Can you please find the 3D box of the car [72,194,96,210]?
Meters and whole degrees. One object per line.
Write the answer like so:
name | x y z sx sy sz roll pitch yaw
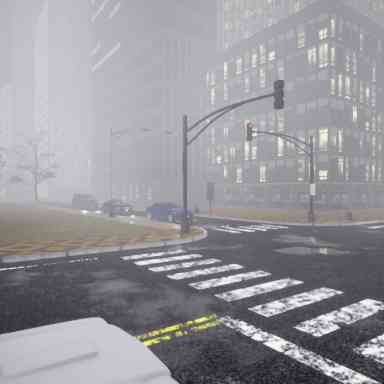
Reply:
car | -13.838 1.227 42.899 2.150 2.045 5.566 0 0 -35

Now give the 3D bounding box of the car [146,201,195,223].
car | -1.777 1.484 25.795 1.882 1.535 5.008 0 0 -36

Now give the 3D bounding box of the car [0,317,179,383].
car | -2.274 1.601 1.821 4.718 1.301 1.895 0 0 -36

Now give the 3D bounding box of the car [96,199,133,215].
car | -7.752 1.497 34.257 2.128 1.511 4.902 0 0 -35
